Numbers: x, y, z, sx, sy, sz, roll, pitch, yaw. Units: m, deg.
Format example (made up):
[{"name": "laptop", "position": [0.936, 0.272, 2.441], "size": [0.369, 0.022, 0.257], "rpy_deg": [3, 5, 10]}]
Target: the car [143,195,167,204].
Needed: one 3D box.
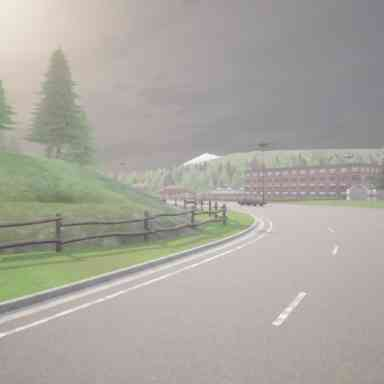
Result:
[{"name": "car", "position": [-6.922, 1.601, 63.762], "size": [1.895, 1.301, 4.718], "rpy_deg": [0, 0, -40]}]

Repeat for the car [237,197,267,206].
[{"name": "car", "position": [9.636, 1.547, 53.388], "size": [2.033, 1.411, 5.357], "rpy_deg": [0, 0, -33]}]

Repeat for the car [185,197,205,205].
[{"name": "car", "position": [0.420, 1.564, 60.125], "size": [1.994, 1.385, 4.181], "rpy_deg": [0, 0, -38]}]
